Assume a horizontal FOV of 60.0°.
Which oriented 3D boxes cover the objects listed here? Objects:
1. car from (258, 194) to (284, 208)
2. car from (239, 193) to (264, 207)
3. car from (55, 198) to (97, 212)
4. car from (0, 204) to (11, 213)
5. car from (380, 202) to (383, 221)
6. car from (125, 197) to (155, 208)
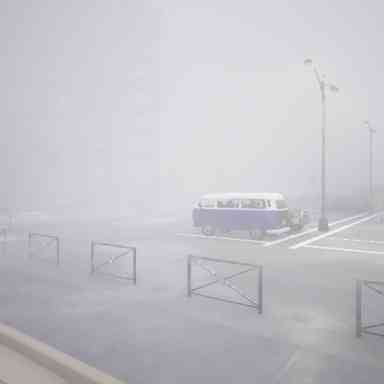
[{"bbox_3d":[13.692,1.545,57.572,1.895,1.301,4.718,0,0,36],"label":"car"},{"bbox_3d":[10.795,1.449,59.537,1.837,1.490,4.892,0,0,36],"label":"car"},{"bbox_3d":[-13.319,1.422,38.325,1.882,1.535,5.008,0,0,36],"label":"car"},{"bbox_3d":[-19.376,1.492,29.908,2.033,1.411,5.357,0,0,36],"label":"car"},{"bbox_3d":[17.298,1.153,25.445,4.605,1.855,1.932,0,0,36],"label":"car"},{"bbox_3d":[-7.246,1.436,46.758,2.128,1.511,4.902,0,0,36],"label":"car"}]
